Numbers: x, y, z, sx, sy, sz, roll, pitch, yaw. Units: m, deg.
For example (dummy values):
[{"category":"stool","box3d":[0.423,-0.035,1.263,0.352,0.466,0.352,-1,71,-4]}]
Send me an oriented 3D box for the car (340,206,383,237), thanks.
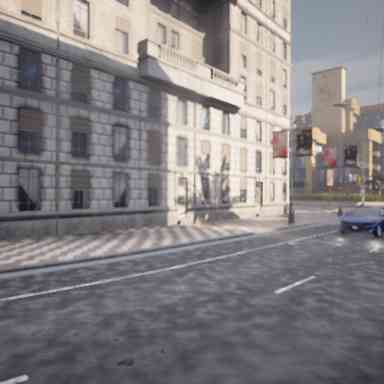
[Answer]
[{"category":"car","box3d":[10.071,1.579,18.936,1.882,1.535,5.008,0,0,43]}]
